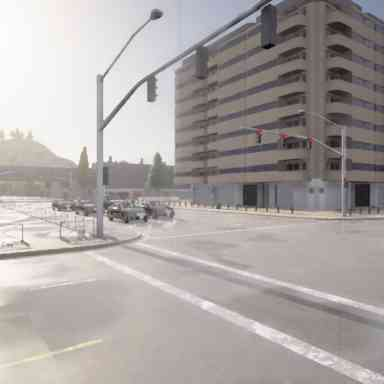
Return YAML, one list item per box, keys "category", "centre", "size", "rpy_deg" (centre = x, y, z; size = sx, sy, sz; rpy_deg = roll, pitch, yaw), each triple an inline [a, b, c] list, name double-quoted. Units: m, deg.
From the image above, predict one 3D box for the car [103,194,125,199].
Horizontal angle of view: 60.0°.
- category: "car"
  centre: [-9.065, 1.277, 37.573]
  size: [2.150, 2.045, 5.566]
  rpy_deg: [0, 0, -35]

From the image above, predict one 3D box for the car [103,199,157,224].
- category: "car"
  centre: [-5.032, 1.547, 25.819]
  size: [2.128, 1.511, 4.902]
  rpy_deg: [0, 0, -35]

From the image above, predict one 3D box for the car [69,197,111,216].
- category: "car"
  centre: [-10.279, 1.547, 33.231]
  size: [2.128, 1.511, 4.902]
  rpy_deg: [0, 0, -35]

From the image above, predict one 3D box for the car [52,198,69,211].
- category: "car"
  centre: [-16.086, 1.547, 41.446]
  size: [2.128, 1.511, 4.902]
  rpy_deg: [0, 0, -35]

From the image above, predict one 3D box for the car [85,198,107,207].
- category: "car"
  centre: [-15.205, 1.619, 52.644]
  size: [1.994, 1.385, 4.181]
  rpy_deg: [0, 0, -35]

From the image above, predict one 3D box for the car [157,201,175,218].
- category: "car"
  centre: [-3.365, 1.547, 29.522]
  size: [2.128, 1.511, 4.902]
  rpy_deg: [0, 0, -35]
